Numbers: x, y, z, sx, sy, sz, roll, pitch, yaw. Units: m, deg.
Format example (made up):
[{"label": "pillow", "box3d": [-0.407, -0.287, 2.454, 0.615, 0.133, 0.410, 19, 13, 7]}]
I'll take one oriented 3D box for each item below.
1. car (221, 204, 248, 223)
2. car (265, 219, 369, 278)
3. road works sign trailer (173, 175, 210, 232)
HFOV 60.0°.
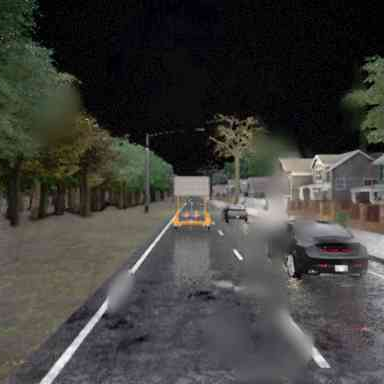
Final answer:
[{"label": "car", "box3d": [3.575, 1.775, 28.441, 2.128, 1.511, 4.902, 0, -1, 0]}, {"label": "car", "box3d": [3.591, 1.607, 10.412, 1.837, 1.490, 4.892, 0, -1, 0]}, {"label": "road works sign trailer", "box3d": [-0.017, 0.680, 21.799, 2.380, 3.560, 2.880, 0, -1, 0]}]
